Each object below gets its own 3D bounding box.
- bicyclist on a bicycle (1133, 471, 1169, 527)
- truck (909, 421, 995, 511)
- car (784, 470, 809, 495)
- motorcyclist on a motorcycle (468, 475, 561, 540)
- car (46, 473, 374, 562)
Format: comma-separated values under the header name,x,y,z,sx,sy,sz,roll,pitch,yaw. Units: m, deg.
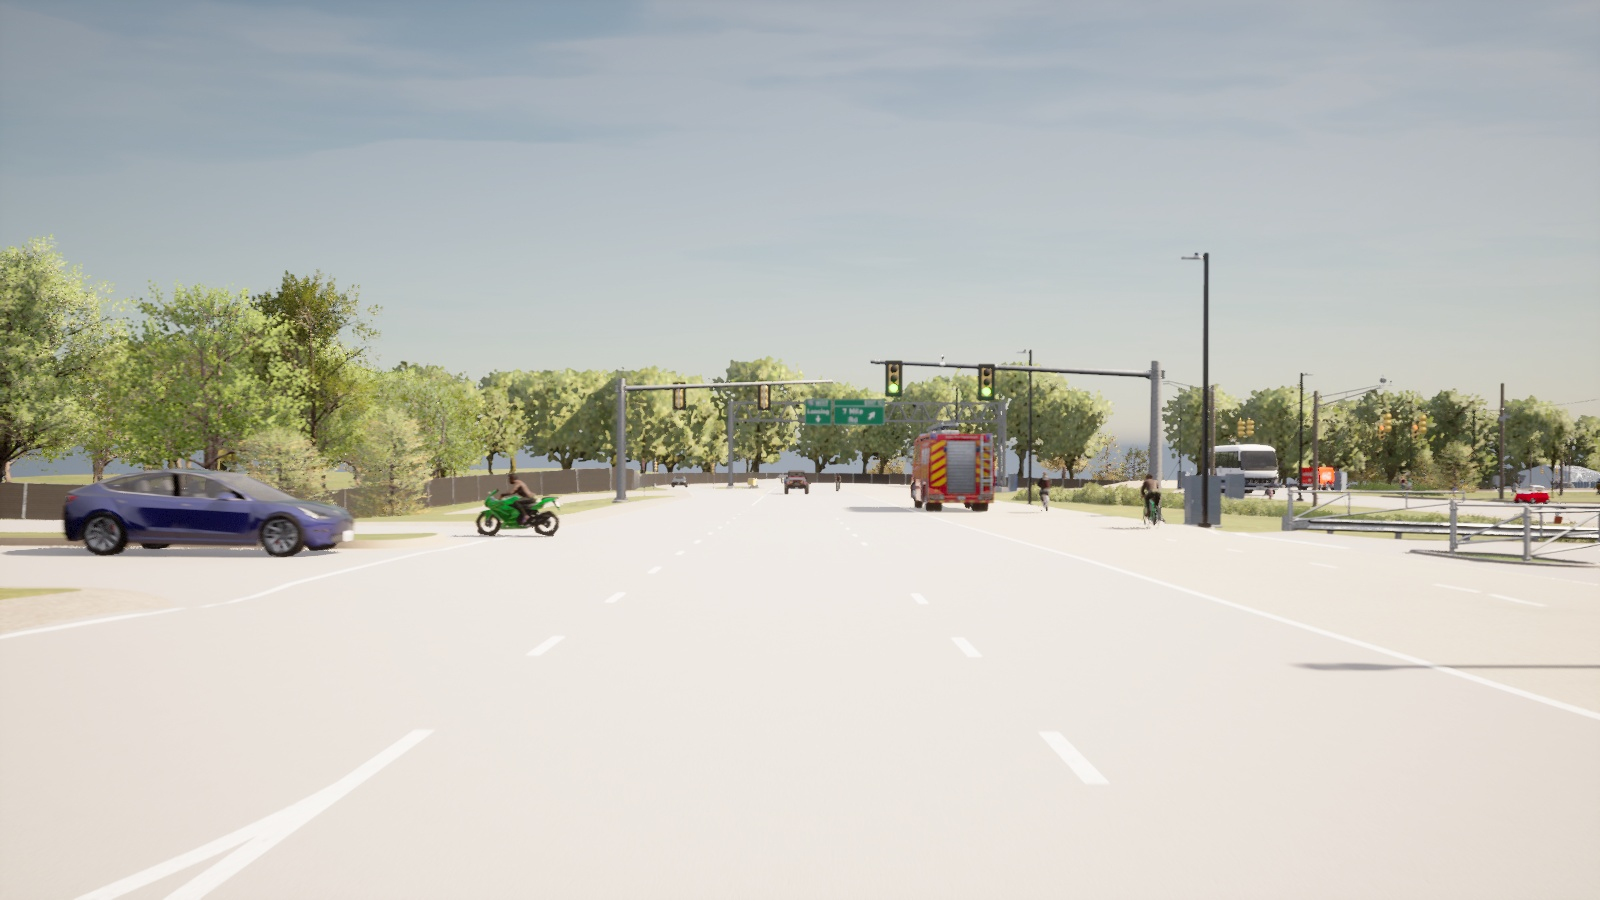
name,x,y,z,sx,sy,sz,roll,pitch,yaw
bicyclist on a bicycle,10.414,1.451,37.327,0.582,1.620,1.656,0,-2,0
truck,6.854,0.767,57.888,2.891,3.827,8.468,0,-1,0
car,-0.242,2.526,98.508,1.905,1.878,3.866,0,-1,0
motorcyclist on a motorcycle,-6.783,1.359,29.910,2.044,1.523,0.797,0,-1,-1
car,-10.311,1.161,22.246,4.792,1.488,2.163,0,-1,0
